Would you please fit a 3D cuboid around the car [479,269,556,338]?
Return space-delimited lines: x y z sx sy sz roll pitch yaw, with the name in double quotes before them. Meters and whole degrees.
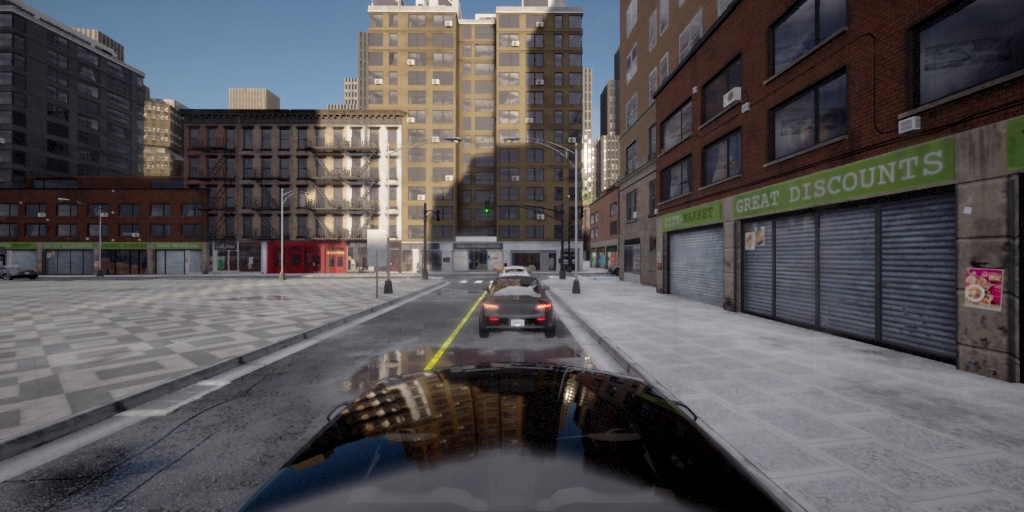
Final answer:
"car" 0.121 1.274 10.045 1.812 1.442 4.674 0 0 0

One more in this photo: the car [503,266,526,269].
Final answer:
"car" 0.137 1.269 20.244 1.812 1.442 4.674 0 0 -1

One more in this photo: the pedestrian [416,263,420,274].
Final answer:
"pedestrian" -10.044 0.969 38.244 0.375 1.860 0.375 0 0 -1

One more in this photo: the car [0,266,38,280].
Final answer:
"car" -49.087 1.634 34.831 4.181 1.385 1.994 0 0 1

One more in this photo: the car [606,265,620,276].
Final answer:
"car" 11.728 1.151 35.415 4.674 1.442 1.812 -1 0 -2
